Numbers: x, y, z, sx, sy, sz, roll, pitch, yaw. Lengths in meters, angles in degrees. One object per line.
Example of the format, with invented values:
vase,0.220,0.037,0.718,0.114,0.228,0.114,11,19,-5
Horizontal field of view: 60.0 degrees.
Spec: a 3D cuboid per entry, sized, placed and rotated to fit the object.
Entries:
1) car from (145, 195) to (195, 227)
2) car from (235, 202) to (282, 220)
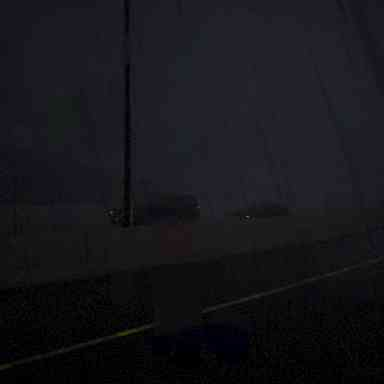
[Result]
car,-1.989,1.189,20.289,5.566,2.045,2.150,0,0,-38
car,4.281,1.424,21.027,4.902,1.511,2.128,0,0,-41
